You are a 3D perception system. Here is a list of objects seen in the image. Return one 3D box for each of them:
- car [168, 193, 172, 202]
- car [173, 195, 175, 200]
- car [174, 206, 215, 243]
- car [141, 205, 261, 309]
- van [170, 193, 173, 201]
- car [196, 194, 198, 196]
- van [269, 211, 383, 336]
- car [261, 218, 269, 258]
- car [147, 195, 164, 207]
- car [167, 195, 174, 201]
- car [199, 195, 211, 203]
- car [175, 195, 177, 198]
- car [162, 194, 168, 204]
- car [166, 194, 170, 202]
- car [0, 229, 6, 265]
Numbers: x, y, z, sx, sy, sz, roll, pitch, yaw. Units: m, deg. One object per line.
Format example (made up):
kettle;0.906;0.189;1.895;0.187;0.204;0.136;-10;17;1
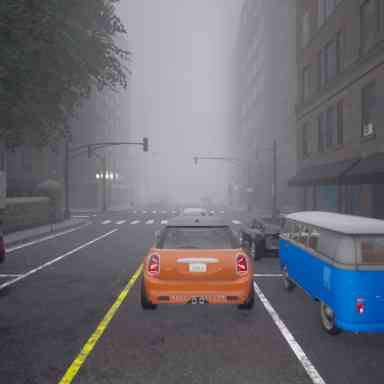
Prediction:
car;-5.684;1.514;66.443;1.887;1.381;4.507;0;0;0
car;-5.686;1.522;77.344;2.008;1.369;4.403;0;0;0
car;0.098;1.520;16.997;1.812;1.442;4.674;0;0;0
car;0.100;1.351;7.997;2.097;1.767;4.553;0;0;0
van;-5.686;1.311;71.893;1.690;1.788;3.998;0;0;0
car;2.835;1.506;93.893;1.752;1.417;4.829;0;0;0
van;2.855;1.340;6.443;1.690;1.788;3.998;0;0;0
car;2.854;1.563;12.104;1.947;1.339;4.313;0;0;0
car;-5.680;1.498;49.920;1.752;1.417;4.829;0;0;0
car;-5.689;1.502;88.076;1.752;1.417;4.829;0;0;0
car;2.841;1.409;66.480;1.967;1.590;4.097;0;0;0
car;-5.688;1.289;82.795;2.192;1.841;5.009;0;0;0
car;-5.681;1.521;55.541;2.008;1.369;4.403;0;0;0
car;-5.683;1.514;60.992;1.887;1.381;4.507;0;0;0
car;-5.670;1.314;6.401;2.192;1.841;5.009;0;0;0
